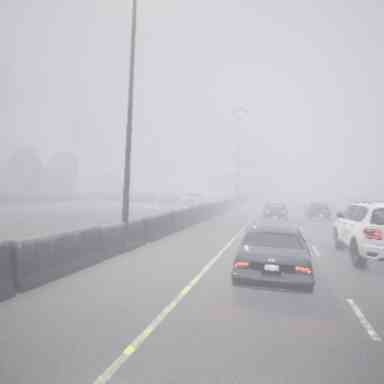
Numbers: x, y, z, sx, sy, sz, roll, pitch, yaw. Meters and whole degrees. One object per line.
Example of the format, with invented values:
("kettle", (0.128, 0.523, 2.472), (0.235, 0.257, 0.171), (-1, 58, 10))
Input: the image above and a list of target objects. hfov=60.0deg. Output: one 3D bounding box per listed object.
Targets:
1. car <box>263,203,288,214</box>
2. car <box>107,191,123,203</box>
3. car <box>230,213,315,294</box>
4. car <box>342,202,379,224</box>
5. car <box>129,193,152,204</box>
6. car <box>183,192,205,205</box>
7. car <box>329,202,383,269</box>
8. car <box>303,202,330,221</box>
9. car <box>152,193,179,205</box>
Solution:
("car", (6.974, 1.588, 27.805), (1.895, 1.301, 4.718), (2, 1, 14))
("car", (-10.011, 0.616, 46.545), (1.882, 1.535, 5.008), (2, 1, 14))
("car", (2.220, 1.574, 9.129), (2.033, 1.411, 5.357), (2, 0, 14))
("car", (14.433, 1.743, 28.735), (1.812, 1.442, 4.674), (2, 1, 14))
("car", (-6.524, 0.809, 46.060), (2.033, 1.411, 5.357), (2, 1, 14))
("car", (0.270, 0.855, 44.360), (2.097, 1.767, 4.553), (2, 1, 14))
("car", (6.465, 1.373, 11.579), (2.150, 2.045, 5.566), (2, 1, 14))
("car", (10.812, 1.605, 28.689), (1.837, 1.490, 4.892), (2, 1, 14))
("car", (-3.149, 0.876, 45.133), (2.128, 1.511, 4.902), (2, 1, 14))
